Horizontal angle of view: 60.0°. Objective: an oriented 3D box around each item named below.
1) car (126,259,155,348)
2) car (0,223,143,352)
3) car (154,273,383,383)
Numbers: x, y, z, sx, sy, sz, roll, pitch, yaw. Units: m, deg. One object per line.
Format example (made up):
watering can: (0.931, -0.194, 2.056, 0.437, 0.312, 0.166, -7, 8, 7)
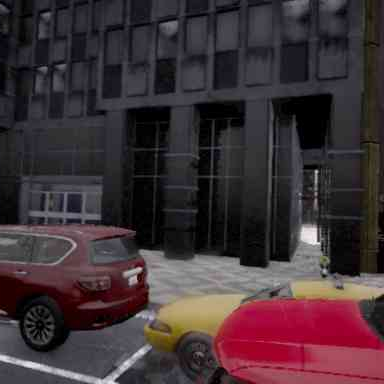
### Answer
car: (1.709, 1.823, 4.596, 4.829, 1.417, 1.752, 1, -3, 20)
car: (-3.247, 1.512, 6.369, 5.009, 1.841, 2.192, 1, -3, 20)
car: (2.736, 1.449, 2.239, 5.566, 2.045, 2.150, 1, -3, 20)
